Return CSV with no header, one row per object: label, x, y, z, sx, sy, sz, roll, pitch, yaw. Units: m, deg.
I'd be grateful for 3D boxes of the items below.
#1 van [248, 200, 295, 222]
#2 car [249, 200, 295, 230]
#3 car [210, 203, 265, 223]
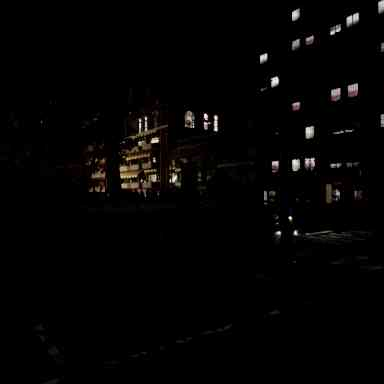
van,7.136,1.643,30.187,1.690,1.788,3.998,-1,0,-36
car,4.918,1.605,23.421,2.097,1.767,4.553,0,-1,-36
car,4.033,1.831,30.117,2.128,1.511,4.902,0,-1,-36
